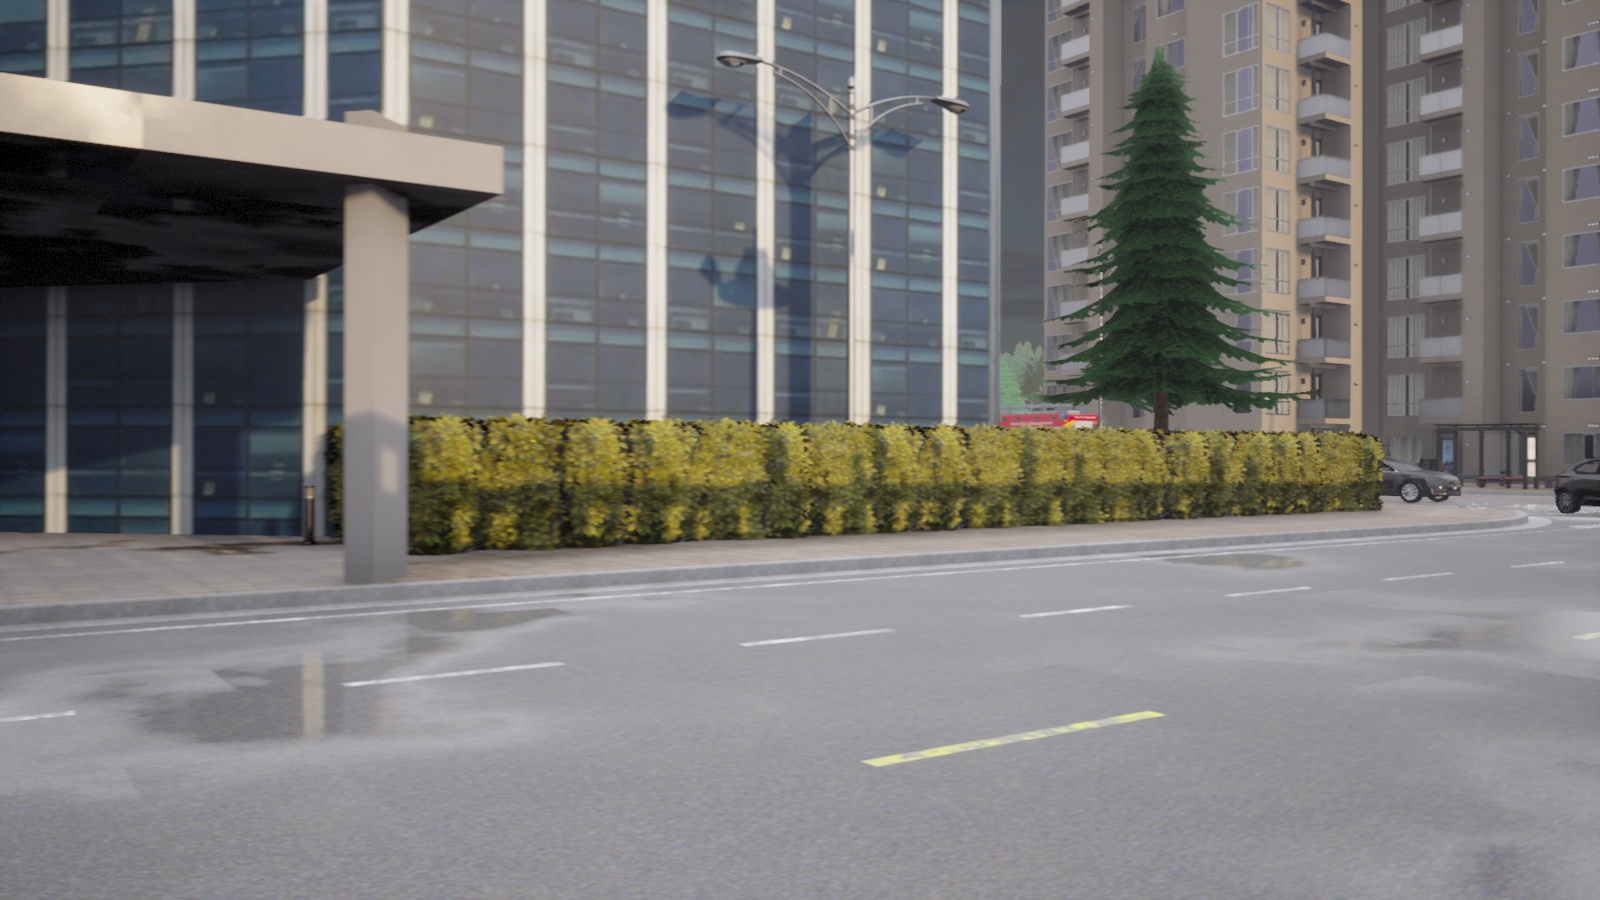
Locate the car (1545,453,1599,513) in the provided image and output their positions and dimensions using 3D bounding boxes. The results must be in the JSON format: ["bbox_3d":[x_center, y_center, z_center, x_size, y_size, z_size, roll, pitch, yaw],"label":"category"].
[{"bbox_3d":[20.495,0.800,30.606,1.816,1.474,4.193,0,0,-8],"label":"car"}]

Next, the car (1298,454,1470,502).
[{"bbox_3d":[19.157,0.866,41.439,1.837,1.490,4.892,0,0,-35],"label":"car"}]

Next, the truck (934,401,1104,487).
[{"bbox_3d":[10.337,-0.238,60.286,2.891,3.827,8.468,0,0,-35],"label":"truck"}]
